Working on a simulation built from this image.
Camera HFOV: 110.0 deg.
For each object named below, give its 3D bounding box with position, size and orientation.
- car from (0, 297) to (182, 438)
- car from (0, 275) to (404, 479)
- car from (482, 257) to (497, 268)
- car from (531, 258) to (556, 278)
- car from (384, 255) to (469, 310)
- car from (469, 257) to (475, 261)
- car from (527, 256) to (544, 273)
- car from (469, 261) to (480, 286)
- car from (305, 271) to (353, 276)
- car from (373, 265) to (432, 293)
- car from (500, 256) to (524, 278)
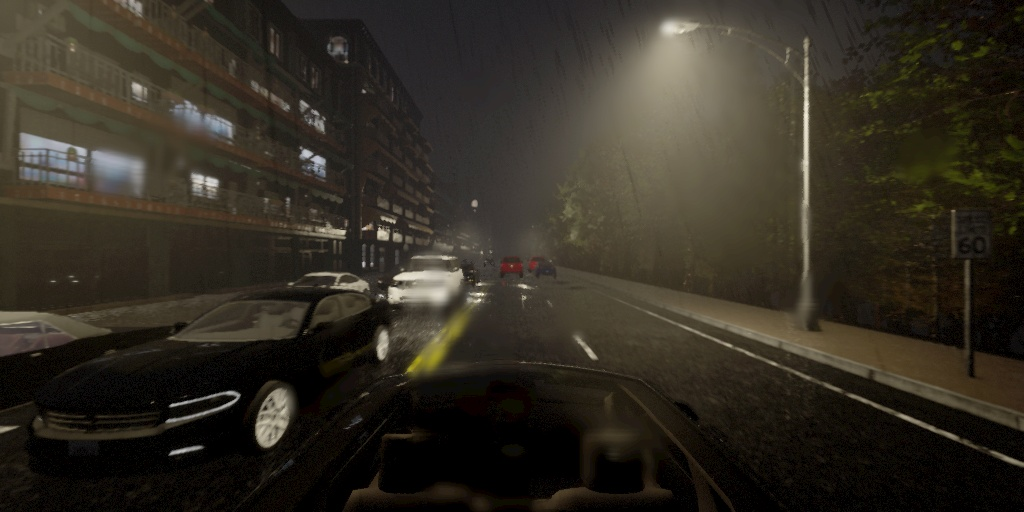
[{"bbox_3d":[-6.604,1.356,3.788,1.895,1.301,4.718,0,0,0],"label":"car"},{"bbox_3d":[-3.349,1.235,5.303,1.882,1.535,5.008,0,0,0],"label":"car"},{"bbox_3d":[-3.295,0.955,53.398,1.837,1.490,4.892,0,0,0],"label":"car"},{"bbox_3d":[3.221,1.283,35.429,1.882,1.535,5.008,0,0,0],"label":"car"},{"bbox_3d":[-3.359,0.994,15.235,2.150,2.045,5.566,0,0,0],"label":"car"},{"bbox_3d":[-6.546,0.933,53.395,1.882,1.535,5.008,0,0,0],"label":"car"},{"bbox_3d":[3.217,1.049,46.396,2.150,2.045,5.566,0,0,0],"label":"car"},{"bbox_3d":[-3.360,1.294,25.670,1.837,1.490,4.892,0,0,0],"label":"car"},{"bbox_3d":[-6.606,1.294,12.712,1.812,1.442,4.674,0,0,0],"label":"car"},{"bbox_3d":[-6.611,1.331,22.381,2.033,1.411,5.357,0,0,0],"label":"car"},{"bbox_3d":[-0.030,1.027,35.456,2.150,2.045,5.566,0,0,0],"label":"car"}]
